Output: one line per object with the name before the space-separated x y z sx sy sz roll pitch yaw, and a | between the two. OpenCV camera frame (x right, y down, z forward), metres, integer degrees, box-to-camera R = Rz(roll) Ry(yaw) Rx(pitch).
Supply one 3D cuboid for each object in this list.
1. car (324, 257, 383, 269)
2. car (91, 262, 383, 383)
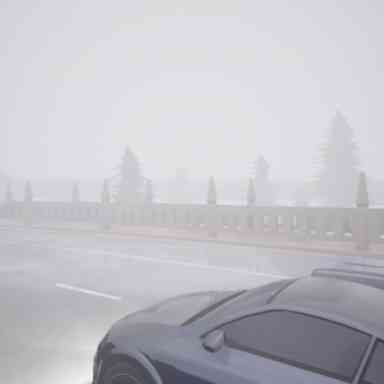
car | 4.272 1.568 5.129 4.718 1.301 1.895 0 0 36
car | 0.998 1.548 3.081 4.181 1.385 1.994 0 0 35
